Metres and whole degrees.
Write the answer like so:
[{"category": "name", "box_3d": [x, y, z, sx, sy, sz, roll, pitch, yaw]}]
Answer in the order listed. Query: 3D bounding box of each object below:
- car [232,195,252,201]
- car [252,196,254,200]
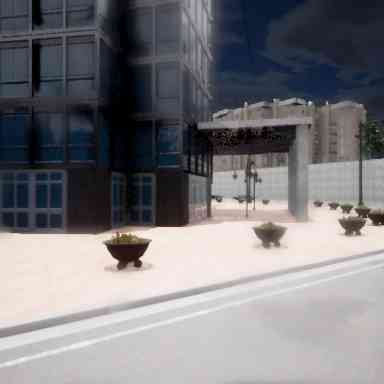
[{"category": "car", "box_3d": [12.207, 1.451, 84.789, 1.837, 1.490, 4.892, 0, 0, -34]}, {"category": "car", "box_3d": [14.625, 1.514, 87.453, 1.994, 1.385, 4.181, 0, 0, -34]}]
